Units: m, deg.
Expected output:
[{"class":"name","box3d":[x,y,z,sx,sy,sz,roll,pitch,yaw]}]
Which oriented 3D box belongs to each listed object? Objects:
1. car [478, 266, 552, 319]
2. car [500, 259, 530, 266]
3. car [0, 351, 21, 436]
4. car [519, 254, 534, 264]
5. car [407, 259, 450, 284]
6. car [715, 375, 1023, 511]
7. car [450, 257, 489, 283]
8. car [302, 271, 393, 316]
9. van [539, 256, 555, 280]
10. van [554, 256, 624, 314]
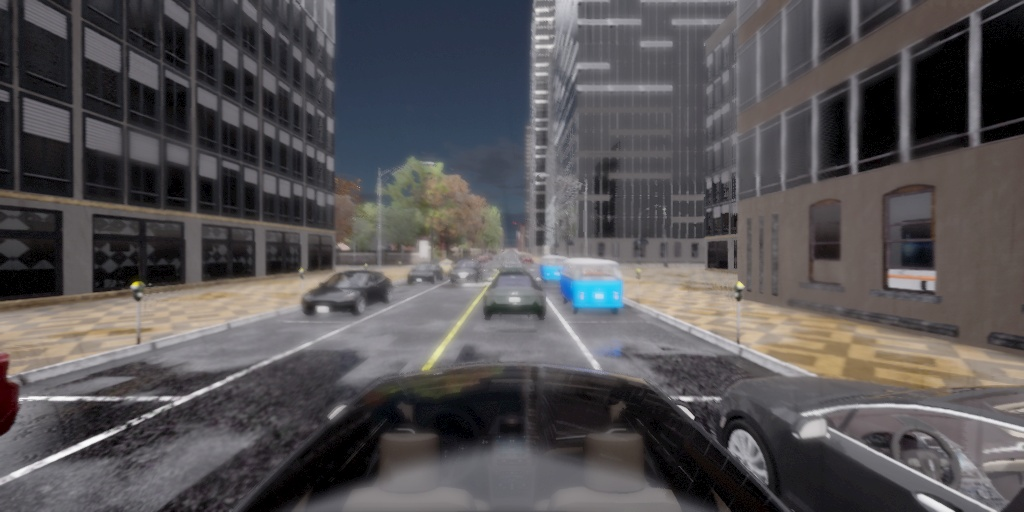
[{"class":"car","box3d":[0.091,1.221,12.449,1.994,1.385,4.181,0,1,0]},{"class":"car","box3d":[0.112,1.105,27.146,1.895,1.301,4.718,0,1,0]},{"class":"car","box3d":[-5.691,1.296,1.558,1.888,1.381,4.507,0,0,0]},{"class":"car","box3d":[2.769,0.570,62.475,1.967,1.591,4.097,0,0,0]},{"class":"car","box3d":[-5.742,1.100,24.361,1.948,1.339,4.313,0,0,0]},{"class":"car","box3d":[2.690,1.302,1.548,2.007,1.370,4.403,0,0,0]},{"class":"car","box3d":[-3.056,1.020,24.883,2.128,1.511,4.902,0,1,0]},{"class":"car","box3d":[-5.676,1.218,12.964,1.948,1.339,4.313,0,0,0]},{"class":"van","box3d":[2.801,0.875,24.351,1.690,1.789,3.998,0,0,0]},{"class":"van","box3d":[2.705,0.993,12.955,1.690,1.789,3.998,0,0,0]}]
